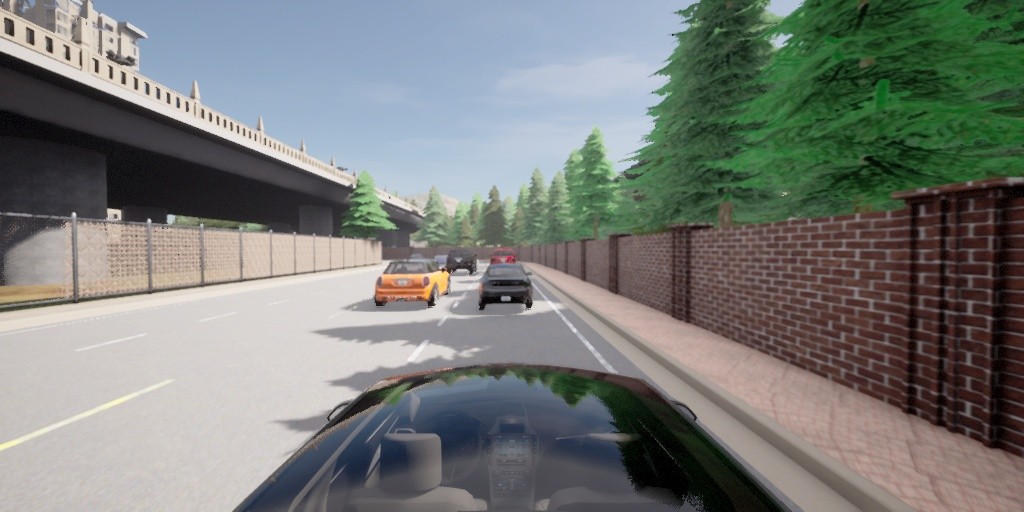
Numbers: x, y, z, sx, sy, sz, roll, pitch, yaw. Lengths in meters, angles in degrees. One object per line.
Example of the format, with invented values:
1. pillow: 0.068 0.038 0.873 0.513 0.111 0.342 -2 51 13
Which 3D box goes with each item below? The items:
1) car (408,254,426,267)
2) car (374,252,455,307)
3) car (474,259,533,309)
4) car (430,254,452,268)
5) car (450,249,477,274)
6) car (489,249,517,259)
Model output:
1. car: -12.142 0.478 46.070 1.837 1.490 4.892 2 1 -11
2. car: -3.770 0.885 14.303 2.097 1.767 4.553 0 1 -1
3. car: -0.252 1.033 13.678 1.837 1.490 4.892 0 1 -1
4. car: -8.280 0.558 41.968 1.812 1.442 4.674 0 1 -3
5. car: -4.250 0.446 30.696 2.150 2.045 5.566 0 1 -2
6. car: -0.747 0.431 30.723 2.150 2.045 5.566 0 1 -2
